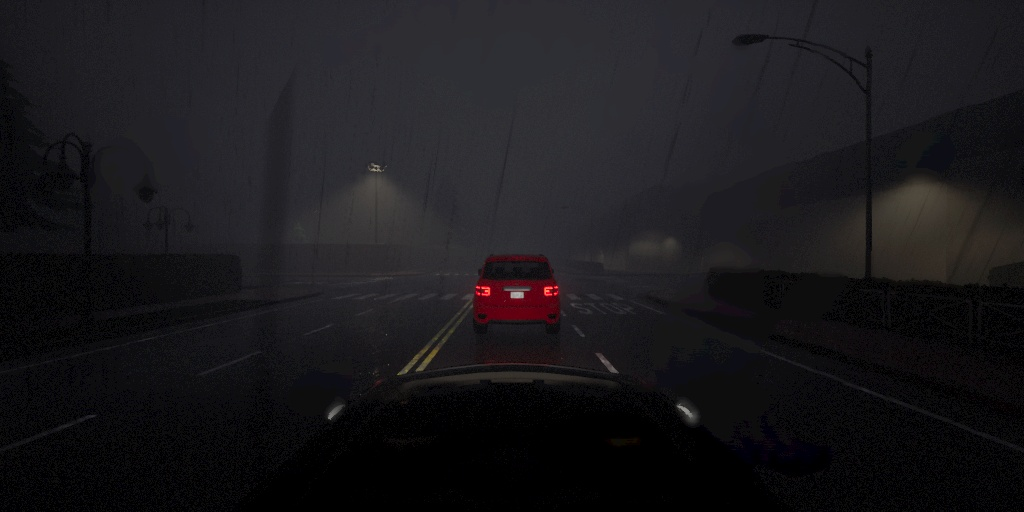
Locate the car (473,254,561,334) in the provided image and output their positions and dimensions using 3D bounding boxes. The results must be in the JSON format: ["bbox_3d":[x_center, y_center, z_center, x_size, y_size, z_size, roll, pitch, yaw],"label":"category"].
[{"bbox_3d":[0.122,0.971,10.749,2.150,2.045,5.566,0,0,0],"label":"car"}]

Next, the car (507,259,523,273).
[{"bbox_3d":[0.360,1.228,45.602,1.882,1.535,5.008,0,0,1],"label":"car"}]
